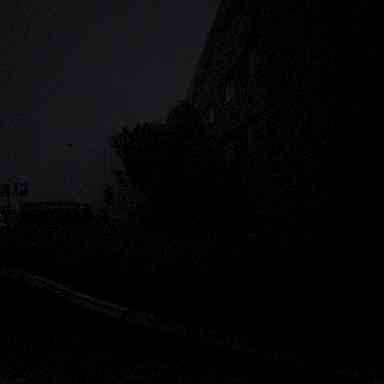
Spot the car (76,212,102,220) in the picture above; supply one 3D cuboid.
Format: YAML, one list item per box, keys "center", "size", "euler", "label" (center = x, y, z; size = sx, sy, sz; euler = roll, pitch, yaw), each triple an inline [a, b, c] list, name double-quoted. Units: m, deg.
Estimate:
- center: [-20.942, 4.867, 67.733]
  size: [5.008, 1.535, 2.097]
  euler: [0, -4, -13]
  label: "car"

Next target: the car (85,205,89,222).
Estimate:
- center: [-12.031, 2.189, 29.638]
  size: [4.792, 1.488, 2.163]
  euler: [0, -4, -13]
  label: "car"

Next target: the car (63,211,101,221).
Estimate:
- center: [-16.934, 3.689, 51.370]
  size: [5.366, 1.575, 1.946]
  euler: [0, -4, -13]
  label: "car"

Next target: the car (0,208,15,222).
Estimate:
- center: [-29.091, 3.337, 48.277]
  size: [5.566, 2.045, 2.435]
  euler: [0, -4, -13]
  label: "car"

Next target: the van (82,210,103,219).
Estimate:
- center: [-22.695, 5.218, 75.797]
  size: [4.442, 1.987, 1.878]
  euler: [0, -4, -13]
  label: "van"

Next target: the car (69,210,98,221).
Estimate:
- center: [-18.412, 3.954, 56.759]
  size: [4.553, 1.767, 2.185]
  euler: [0, -4, -13]
  label: "car"

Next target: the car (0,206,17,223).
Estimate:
- center: [-22.145, 2.610, 38.833]
  size: [2.150, 2.045, 5.566]
  euler: [0, -4, -13]
  label: "car"

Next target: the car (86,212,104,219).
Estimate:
- center: [-25.939, 6.290, 89.341]
  size: [4.553, 1.767, 2.185]
  euler: [0, -4, -13]
  label: "car"

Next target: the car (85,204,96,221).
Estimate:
- center: [-13.350, 2.272, 35.054]
  size: [5.566, 2.045, 2.435]
  euler: [0, -4, -13]
  label: "car"

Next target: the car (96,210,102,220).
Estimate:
- center: [-15.669, 3.300, 45.941]
  size: [5.366, 1.575, 1.946]
  euler: [0, -4, -13]
  label: "car"

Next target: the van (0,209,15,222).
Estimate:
- center: [-29.809, 3.556, 50.967]
  size: [4.442, 1.987, 1.878]
  euler: [0, -4, -13]
  label: "van"

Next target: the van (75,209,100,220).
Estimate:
- center: [-20.392, 4.438, 64.888]
  size: [4.442, 1.987, 1.878]
  euler: [0, -4, -13]
  label: "van"

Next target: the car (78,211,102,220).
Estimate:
- center: [-21.513, 4.928, 70.343]
  size: [4.553, 1.767, 2.185]
  euler: [0, -4, -13]
  label: "car"

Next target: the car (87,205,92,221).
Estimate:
- center: [-12.702, 2.336, 32.386]
  size: [5.008, 1.535, 2.097]
  euler: [0, -4, -13]
  label: "car"

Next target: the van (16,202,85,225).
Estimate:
- center: [-11.316, 1.783, 26.962]
  size: [4.442, 1.987, 1.878]
  euler: [0, -3, -13]
  label: "van"
